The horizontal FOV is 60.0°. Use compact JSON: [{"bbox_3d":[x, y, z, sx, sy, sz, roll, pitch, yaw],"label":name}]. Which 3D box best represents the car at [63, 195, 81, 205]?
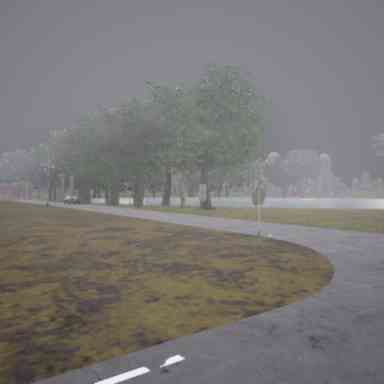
[{"bbox_3d":[-21.369,1.307,59.060,2.097,1.767,4.553,1,-1,-35],"label":"car"}]
